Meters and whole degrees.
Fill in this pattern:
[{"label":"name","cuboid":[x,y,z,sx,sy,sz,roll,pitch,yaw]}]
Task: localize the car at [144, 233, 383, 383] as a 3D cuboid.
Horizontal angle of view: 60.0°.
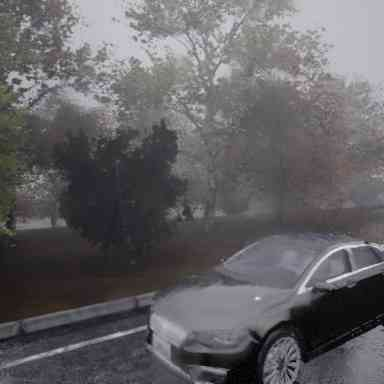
[{"label":"car","cuboid":[1.650,1.459,5.174,4.902,1.511,2.128,-1,0,-36]}]
